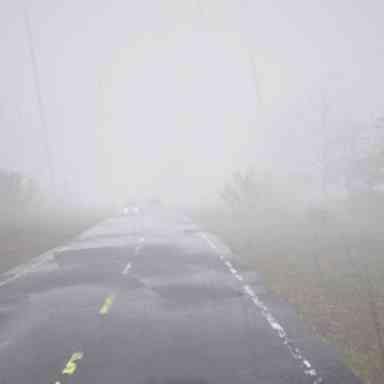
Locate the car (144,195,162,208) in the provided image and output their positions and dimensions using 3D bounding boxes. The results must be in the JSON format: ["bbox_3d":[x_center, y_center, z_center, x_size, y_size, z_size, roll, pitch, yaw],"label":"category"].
[{"bbox_3d":[-5.265,1.446,46.751,1.837,1.490,4.892,-1,0,-11],"label":"car"}]

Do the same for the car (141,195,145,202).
[{"bbox_3d":[-9.216,1.314,63.786,2.097,1.767,4.553,-1,0,-14],"label":"car"}]

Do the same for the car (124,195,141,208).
[{"bbox_3d":[-8.789,1.523,48.255,1.837,1.490,4.892,-1,0,-11],"label":"car"}]
